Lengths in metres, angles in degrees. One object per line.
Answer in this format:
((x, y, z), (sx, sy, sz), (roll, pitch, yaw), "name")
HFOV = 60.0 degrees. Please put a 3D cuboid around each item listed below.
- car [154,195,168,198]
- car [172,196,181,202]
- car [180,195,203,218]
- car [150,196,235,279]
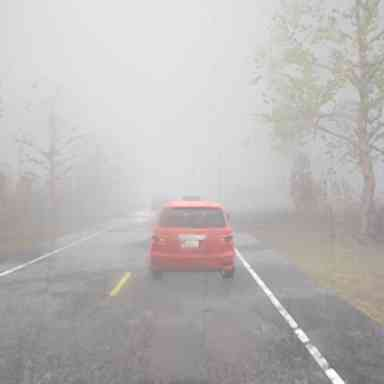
((-3.860, 1.415, 41.940), (2.150, 2.045, 5.566), (0, 0, -1), "car")
((-4.059, 1.758, 87.191), (2.033, 1.411, 5.357), (0, 0, 0), "car")
((-0.081, 1.386, 33.949), (2.150, 2.045, 5.566), (0, 0, 0), "car")
((0.029, 1.276, 10.338), (2.150, 2.045, 5.566), (0, 0, 1), "car")
